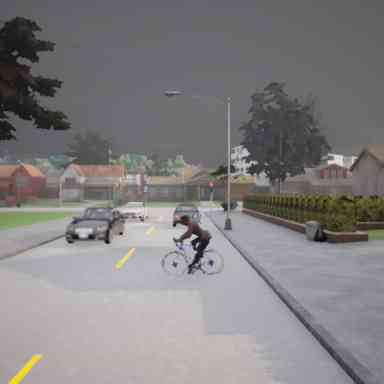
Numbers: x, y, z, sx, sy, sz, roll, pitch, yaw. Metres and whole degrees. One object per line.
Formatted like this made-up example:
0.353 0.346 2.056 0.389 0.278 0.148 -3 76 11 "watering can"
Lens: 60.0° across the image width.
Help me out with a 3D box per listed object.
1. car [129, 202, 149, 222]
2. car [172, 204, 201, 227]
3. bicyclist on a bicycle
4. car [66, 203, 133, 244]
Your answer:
-4.544 1.524 26.464 1.812 1.442 4.674 0 0 -1 "car"
-0.366 1.546 22.791 2.033 1.411 5.357 0 0 -1 "car"
0.009 1.437 8.864 1.656 1.620 0.582 -2 0 -1 "bicyclist on a bicycle"
-4.400 1.491 15.780 2.128 1.511 4.902 0 0 -1 "car"
